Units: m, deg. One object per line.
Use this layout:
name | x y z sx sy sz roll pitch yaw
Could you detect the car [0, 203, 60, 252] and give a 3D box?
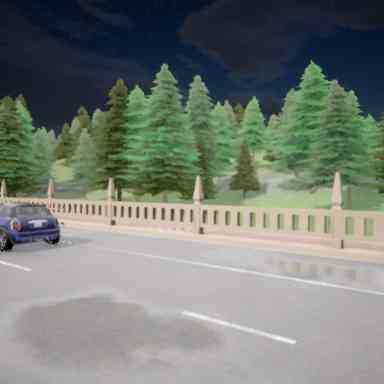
car | -7.415 1.219 13.537 4.553 1.767 2.097 1 0 36
